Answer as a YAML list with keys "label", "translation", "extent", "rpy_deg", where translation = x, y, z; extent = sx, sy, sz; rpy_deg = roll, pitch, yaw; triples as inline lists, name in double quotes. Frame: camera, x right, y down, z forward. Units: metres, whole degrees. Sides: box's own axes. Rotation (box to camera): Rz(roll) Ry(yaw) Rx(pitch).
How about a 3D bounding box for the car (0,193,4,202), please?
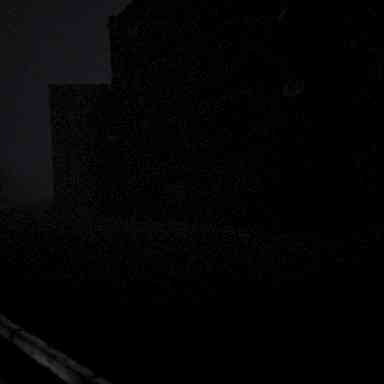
- label: "car"
  translation: [-31.878, 0.984, 53.836]
  extent: [2.128, 1.511, 4.902]
  rpy_deg: [-3, 3, -14]
